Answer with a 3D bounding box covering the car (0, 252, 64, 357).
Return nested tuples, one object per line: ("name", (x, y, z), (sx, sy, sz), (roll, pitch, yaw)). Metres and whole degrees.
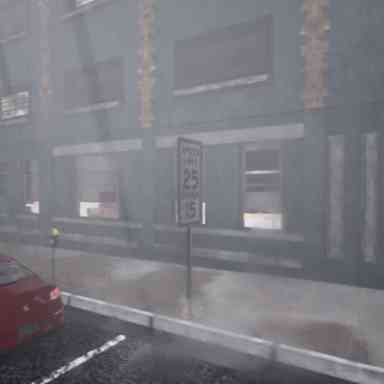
("car", (-3.777, 1.539, 5.155), (4.206, 1.307, 1.802), (0, 1, 31))
